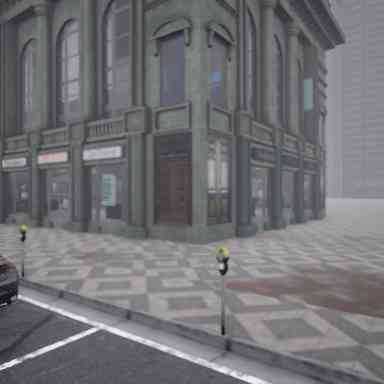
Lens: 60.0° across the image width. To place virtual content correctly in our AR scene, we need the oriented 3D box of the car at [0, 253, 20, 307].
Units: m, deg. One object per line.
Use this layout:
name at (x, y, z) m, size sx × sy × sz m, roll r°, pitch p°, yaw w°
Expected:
car at (-5.153, 1.544, 6.645) m, size 4.403 × 1.369 × 2.008 m, roll 0°, pitch 0°, yaw 36°
